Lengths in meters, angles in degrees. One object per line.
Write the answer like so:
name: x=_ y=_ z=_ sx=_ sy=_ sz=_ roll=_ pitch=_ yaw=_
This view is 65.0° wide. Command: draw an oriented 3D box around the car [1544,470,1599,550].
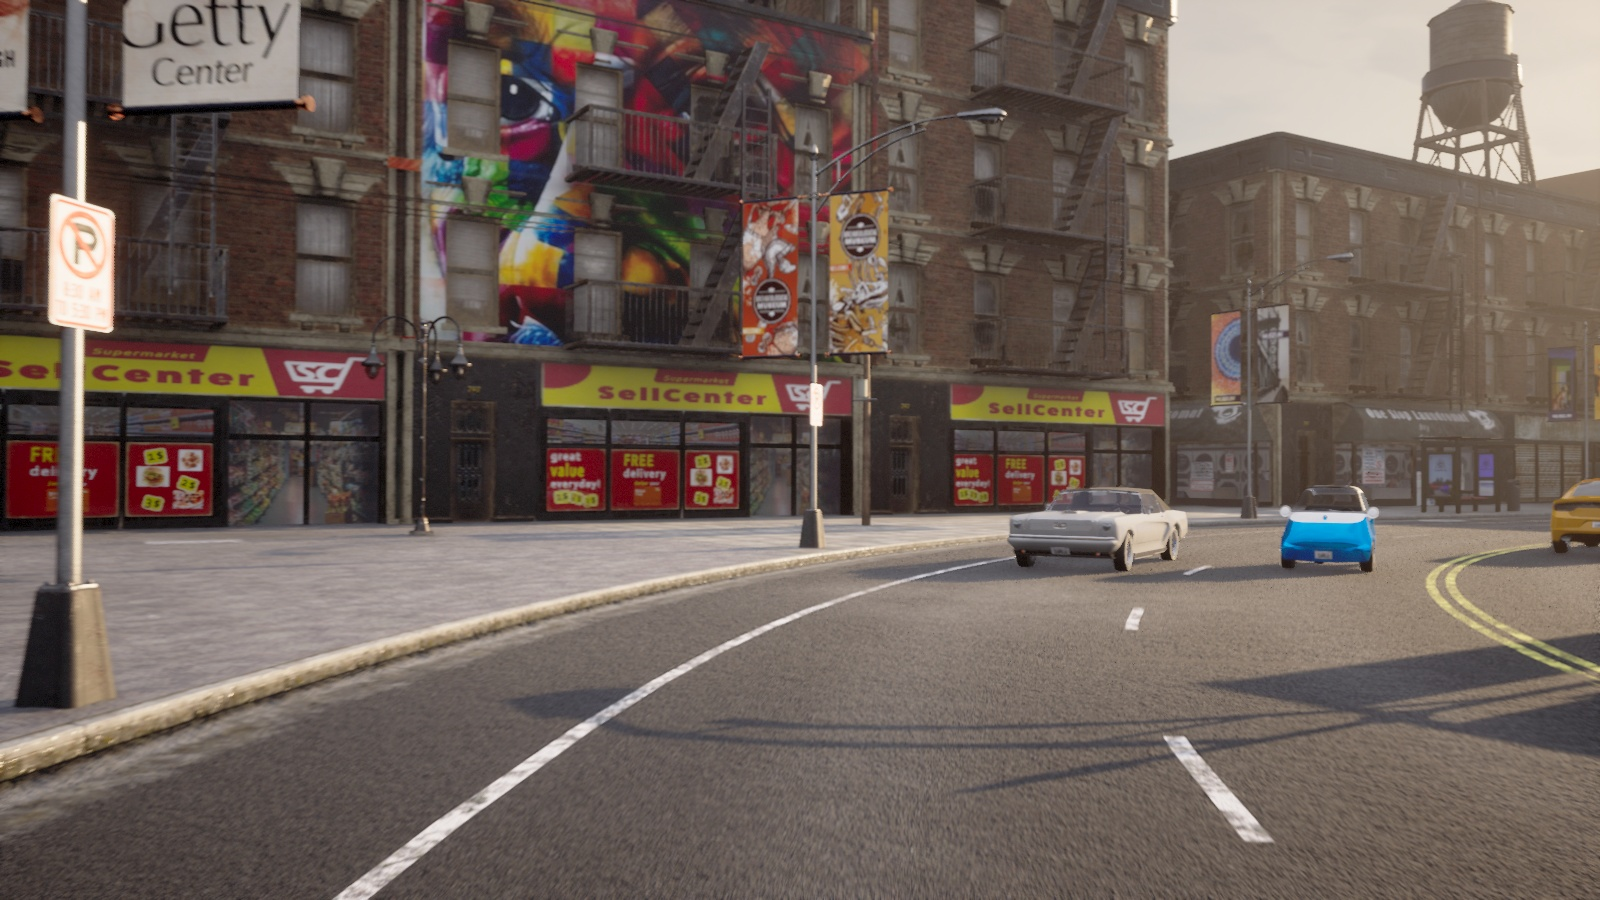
car: x=16.915 y=1.169 z=25.742 sx=1.882 sy=1.535 sz=5.008 roll=-1 pitch=-1 yaw=42

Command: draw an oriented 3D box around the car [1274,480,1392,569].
car: x=8.851 y=1.190 z=20.804 sx=1.481 sy=1.376 sz=2.207 roll=-1 pitch=-2 yaw=31

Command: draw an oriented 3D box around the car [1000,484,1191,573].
car: x=5.193 y=1.260 z=21.575 sx=1.895 sy=1.301 sz=4.718 roll=-1 pitch=-1 yaw=30
